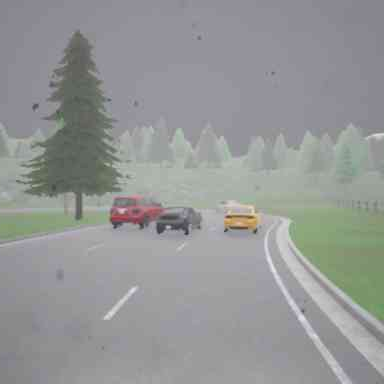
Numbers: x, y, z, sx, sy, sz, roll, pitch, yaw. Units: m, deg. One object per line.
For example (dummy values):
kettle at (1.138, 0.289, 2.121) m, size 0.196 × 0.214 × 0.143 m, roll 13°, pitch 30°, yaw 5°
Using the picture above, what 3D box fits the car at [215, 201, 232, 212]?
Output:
car at (4.241, 1.713, 38.655) m, size 1.812 × 1.442 × 4.674 m, roll 1°, pitch 0°, yaw -19°

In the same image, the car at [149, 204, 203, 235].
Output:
car at (-0.641, 1.599, 19.689) m, size 1.837 × 1.490 × 4.892 m, roll 0°, pitch 0°, yaw 14°

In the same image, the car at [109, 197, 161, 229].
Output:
car at (-3.500, 1.328, 22.602) m, size 2.150 × 2.045 × 5.566 m, roll 0°, pitch 0°, yaw 16°

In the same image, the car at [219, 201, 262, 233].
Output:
car at (3.216, 1.578, 20.570) m, size 1.882 × 1.535 × 5.008 m, roll 0°, pitch 0°, yaw 15°
